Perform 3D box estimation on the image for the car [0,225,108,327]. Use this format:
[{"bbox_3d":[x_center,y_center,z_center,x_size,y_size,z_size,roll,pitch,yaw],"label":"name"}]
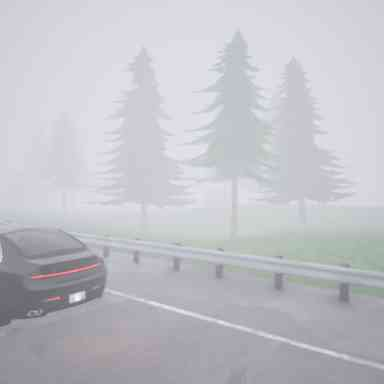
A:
[{"bbox_3d":[-3.808,1.455,6.915,4.892,1.490,1.837,1,0,37],"label":"car"}]
